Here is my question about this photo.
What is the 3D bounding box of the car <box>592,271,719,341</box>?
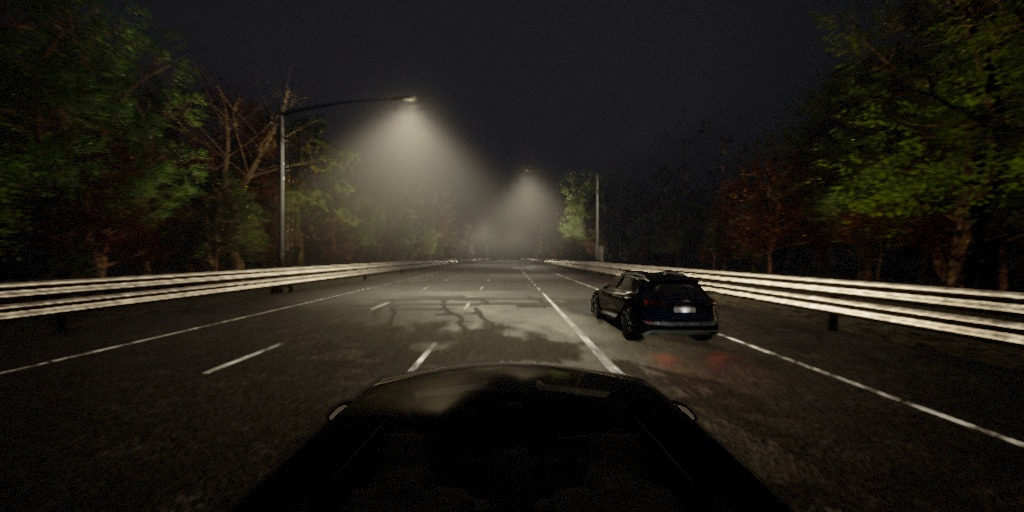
[{"bbox_3d":[3.615,1.215,9.842,2.033,1.649,4.856,0,0,-1],"label":"car"}]
